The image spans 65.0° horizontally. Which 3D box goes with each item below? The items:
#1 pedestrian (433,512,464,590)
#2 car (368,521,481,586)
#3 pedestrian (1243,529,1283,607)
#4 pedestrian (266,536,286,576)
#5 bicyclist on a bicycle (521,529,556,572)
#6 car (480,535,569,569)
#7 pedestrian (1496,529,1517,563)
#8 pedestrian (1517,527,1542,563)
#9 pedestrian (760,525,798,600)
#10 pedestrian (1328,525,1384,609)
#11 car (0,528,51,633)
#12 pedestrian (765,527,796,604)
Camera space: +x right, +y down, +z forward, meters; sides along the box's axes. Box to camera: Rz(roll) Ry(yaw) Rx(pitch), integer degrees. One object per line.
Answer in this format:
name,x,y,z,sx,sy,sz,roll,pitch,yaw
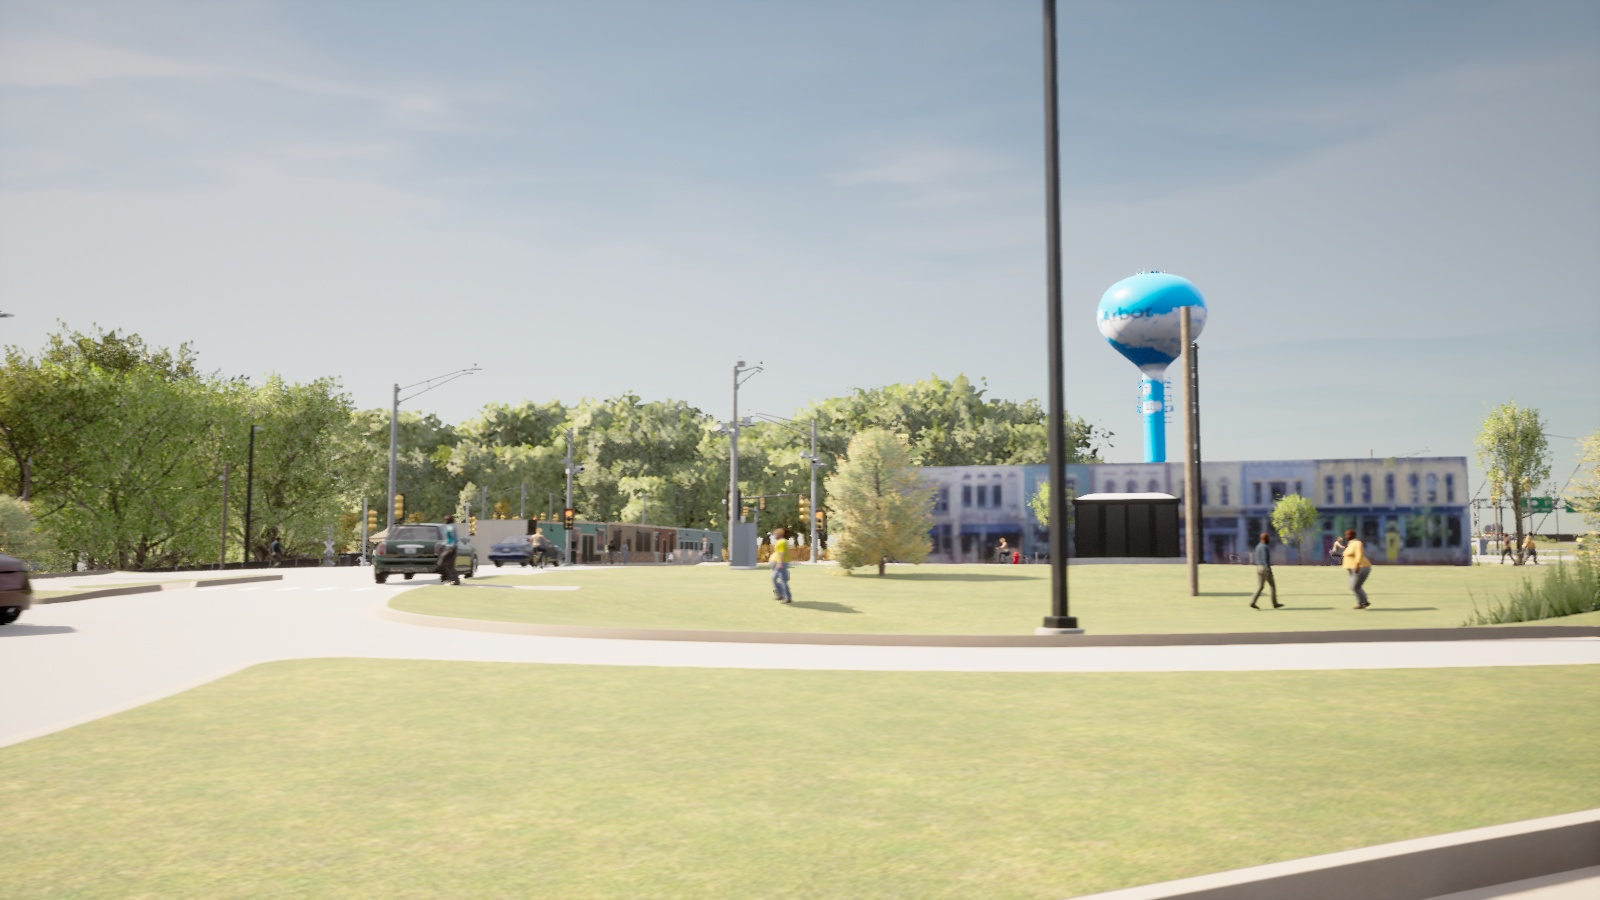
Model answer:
pedestrian,-8.804,2.528,31.473,0.692,1.930,0.396,1,-6,-12
car,-10.784,2.968,36.439,2.097,1.767,4.553,0,-4,-3
pedestrian,10.931,2.784,29.658,0.726,1.835,0.370,0,-6,2
pedestrian,-24.794,5.020,59.386,0.370,1.835,0.726,-3,-6,28
bicyclist on a bicycle,-9.967,3.816,47.913,0.866,1.612,1.509,-1,-4,7
car,-12.009,4.493,55.211,2.033,1.411,5.357,-1,-5,8
pedestrian,37.618,5.113,66.883,0.869,1.805,0.328,1,-6,-11
pedestrian,38.449,5.011,66.222,0.900,1.855,0.874,-2,-6,21
pedestrian,-0.520,2.845,31.717,0.900,1.855,0.874,0,-6,2
pedestrian,12.520,2.628,28.309,0.900,1.855,0.874,-1,-6,10
car,-12.687,1.748,16.909,4.181,1.385,1.994,-1,-4,12
pedestrian,-0.482,2.799,30.498,0.706,1.836,0.354,-1,-6,7
